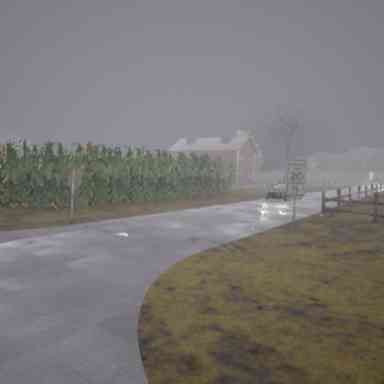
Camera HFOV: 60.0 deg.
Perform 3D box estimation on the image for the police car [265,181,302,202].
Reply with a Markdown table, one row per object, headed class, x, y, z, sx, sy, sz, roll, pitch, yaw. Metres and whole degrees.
| class | x | y | z | sx | sy | sz | roll | pitch | yaw |
| --- | --- | --- | --- | --- | --- | --- | --- | --- | --- |
| police car | 7.899 | -0.086 | 28.481 | 1.930 | 1.638 | 5.238 | 4 | 5 | 35 |
